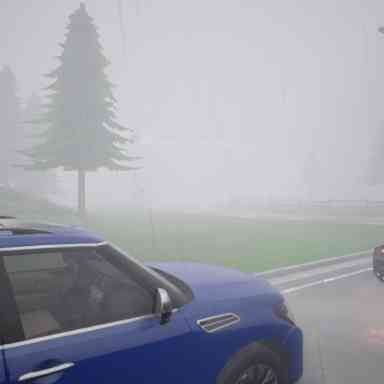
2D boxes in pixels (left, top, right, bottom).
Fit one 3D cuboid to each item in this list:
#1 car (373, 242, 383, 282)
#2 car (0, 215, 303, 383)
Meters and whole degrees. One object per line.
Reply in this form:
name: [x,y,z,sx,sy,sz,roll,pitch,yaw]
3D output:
car: [6.431,1.505,8.357,4.892,1.490,1.837,0,0,-35]
car: [-1.508,1.222,2.671,5.566,2.045,2.150,0,0,-35]
